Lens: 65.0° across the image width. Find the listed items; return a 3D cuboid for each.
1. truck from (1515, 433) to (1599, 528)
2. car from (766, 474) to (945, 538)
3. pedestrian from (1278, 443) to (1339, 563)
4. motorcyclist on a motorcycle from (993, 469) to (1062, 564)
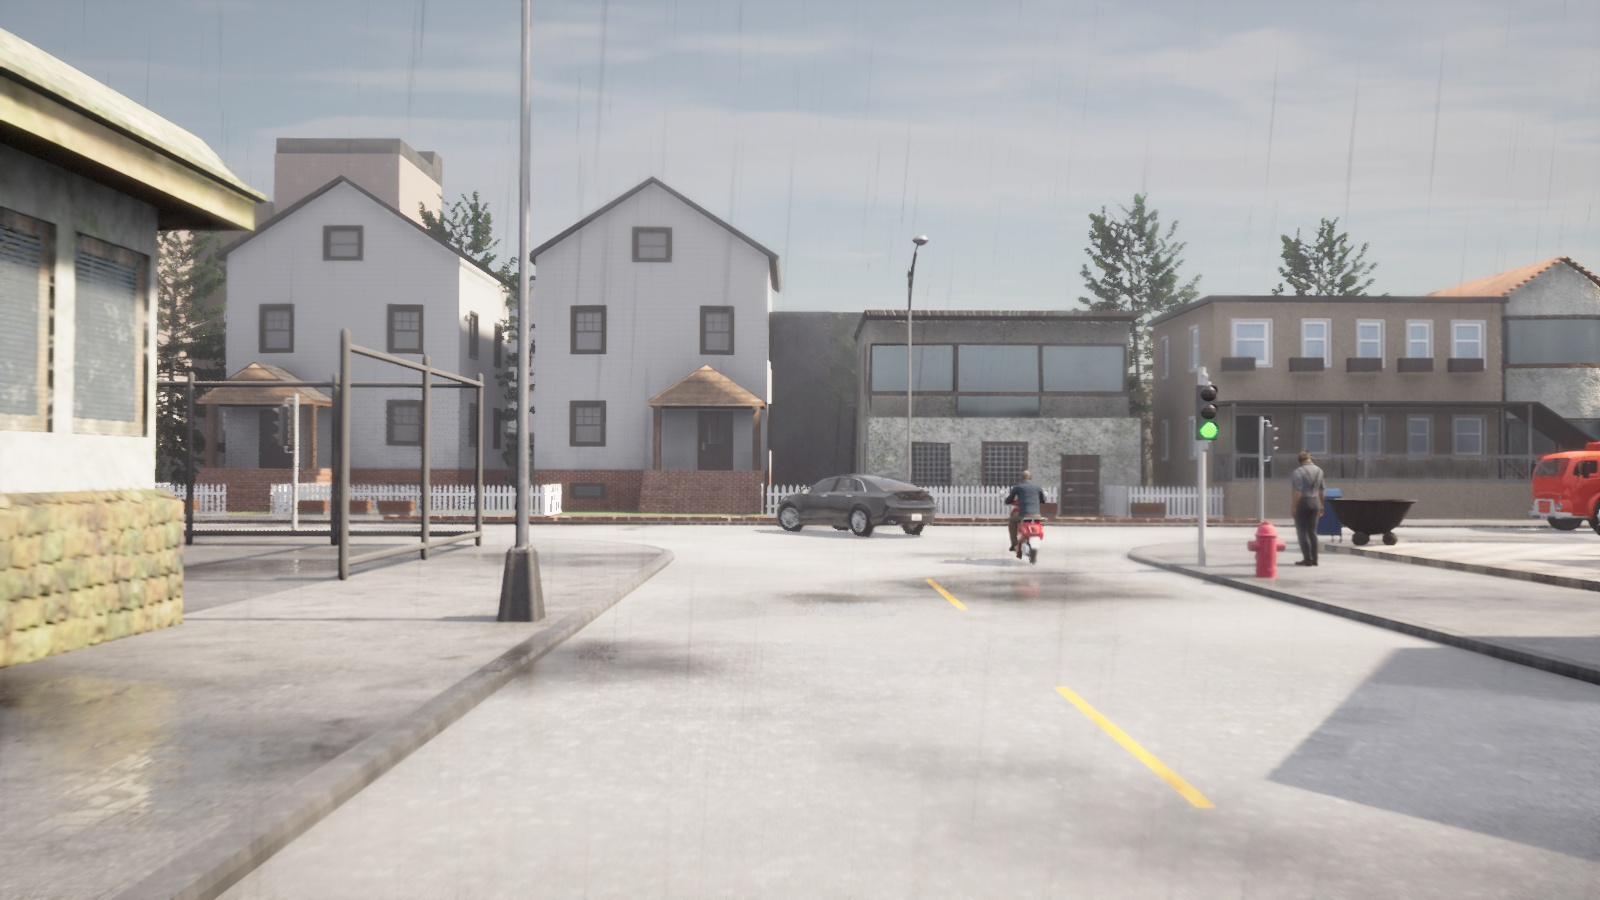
[{"bbox_3d":[22.810,0.816,34.175,5.204,2.467,2.627,0,-1,-1],"label":"truck"},{"bbox_3d":[1.295,1.350,31.616,1.837,1.490,4.892,1,-2,-36],"label":"car"},{"bbox_3d":[7.992,0.823,19.755,0.540,1.848,0.694,0,-1,-18],"label":"pedestrian"},{"bbox_3d":[3.945,1.124,21.920,0.866,1.590,1.817,0,-1,0],"label":"motorcyclist on a motorcycle"}]
